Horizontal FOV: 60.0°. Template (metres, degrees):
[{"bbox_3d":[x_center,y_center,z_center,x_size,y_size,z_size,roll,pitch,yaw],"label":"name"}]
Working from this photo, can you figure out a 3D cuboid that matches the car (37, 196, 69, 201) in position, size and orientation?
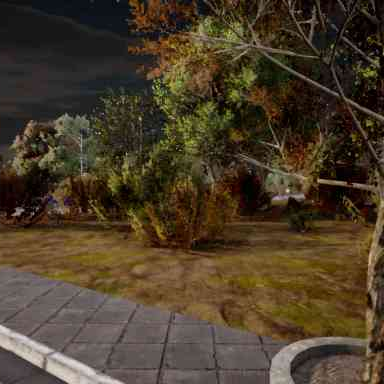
[{"bbox_3d":[-16.770,1.241,42.708,1.882,1.535,5.008,0,0,32],"label":"car"}]
